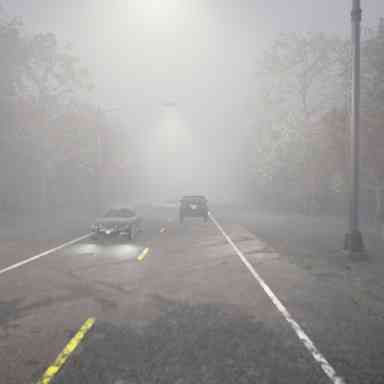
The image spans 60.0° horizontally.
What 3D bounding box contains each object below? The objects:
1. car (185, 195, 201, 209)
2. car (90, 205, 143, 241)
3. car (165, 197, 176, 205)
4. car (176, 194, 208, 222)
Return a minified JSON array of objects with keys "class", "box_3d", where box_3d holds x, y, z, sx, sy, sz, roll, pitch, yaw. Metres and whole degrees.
[{"class":"car","box_3d":[0.134,1.318,44.562,2.097,1.767,4.553,1,0,0]},{"class":"car","box_3d":[-3.584,1.465,16.604,1.837,1.490,4.892,1,0,0]},{"class":"car","box_3d":[-3.520,1.469,57.213,1.994,1.385,4.181,1,0,1]},{"class":"car","box_3d":[0.134,1.216,26.760,2.150,2.045,5.566,1,0,0]}]
